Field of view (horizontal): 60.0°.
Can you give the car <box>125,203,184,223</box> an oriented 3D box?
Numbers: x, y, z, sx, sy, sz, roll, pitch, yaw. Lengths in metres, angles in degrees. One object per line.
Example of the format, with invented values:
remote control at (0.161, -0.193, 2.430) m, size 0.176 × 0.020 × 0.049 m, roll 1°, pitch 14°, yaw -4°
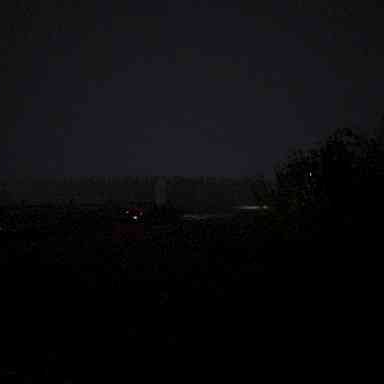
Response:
car at (-2.602, 1.445, 24.444) m, size 1.895 × 1.301 × 4.718 m, roll 2°, pitch 1°, yaw 34°
